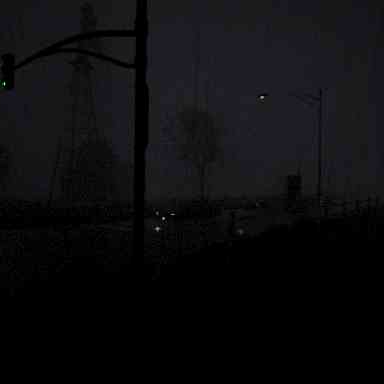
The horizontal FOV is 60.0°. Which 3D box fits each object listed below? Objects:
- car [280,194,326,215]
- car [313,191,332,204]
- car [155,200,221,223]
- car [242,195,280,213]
[{"bbox_3d":[9.757,1.184,29.169,1.994,1.385,4.181,1,2,40],"label":"car"},{"bbox_3d":[16.257,0.715,42.482,2.097,1.767,4.553,1,2,40],"label":"car"},{"bbox_3d":[-0.088,1.244,23.028,2.033,1.411,5.357,1,2,40],"label":"car"},{"bbox_3d":[6.496,1.039,30.876,1.882,1.535,5.008,1,2,40],"label":"car"}]
